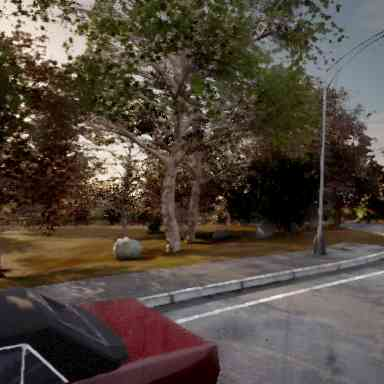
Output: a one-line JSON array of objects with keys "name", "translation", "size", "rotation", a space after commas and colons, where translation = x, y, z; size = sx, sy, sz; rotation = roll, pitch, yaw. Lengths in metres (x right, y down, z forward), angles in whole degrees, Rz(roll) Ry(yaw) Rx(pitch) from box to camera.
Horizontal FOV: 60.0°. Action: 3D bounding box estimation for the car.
[{"name": "car", "translation": [-2.144, 1.597, 2.470], "size": [4.718, 1.301, 1.895], "rotation": [0, 0, -36]}]
